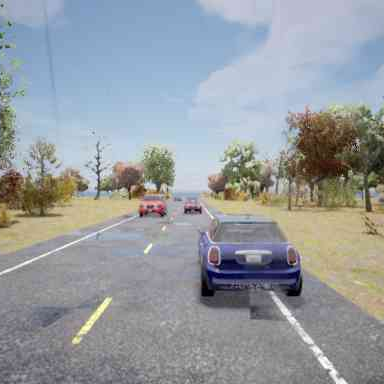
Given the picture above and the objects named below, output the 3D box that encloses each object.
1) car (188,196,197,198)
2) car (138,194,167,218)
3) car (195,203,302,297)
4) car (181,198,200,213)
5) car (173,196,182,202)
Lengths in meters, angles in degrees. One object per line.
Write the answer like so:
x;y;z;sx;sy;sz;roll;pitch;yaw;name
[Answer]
0.079;1.401;46.602;2.097;1.767;4.553;0;0;0;car
-3.559;1.231;31.008;2.150;2.045;5.566;0;0;0;car
1.236;1.347;8.762;2.097;1.767;4.553;0;0;0;car
0.122;1.624;36.718;1.895;1.301;4.718;0;0;0;car
-3.392;1.643;79.351;1.837;1.490;4.892;0;0;0;car
